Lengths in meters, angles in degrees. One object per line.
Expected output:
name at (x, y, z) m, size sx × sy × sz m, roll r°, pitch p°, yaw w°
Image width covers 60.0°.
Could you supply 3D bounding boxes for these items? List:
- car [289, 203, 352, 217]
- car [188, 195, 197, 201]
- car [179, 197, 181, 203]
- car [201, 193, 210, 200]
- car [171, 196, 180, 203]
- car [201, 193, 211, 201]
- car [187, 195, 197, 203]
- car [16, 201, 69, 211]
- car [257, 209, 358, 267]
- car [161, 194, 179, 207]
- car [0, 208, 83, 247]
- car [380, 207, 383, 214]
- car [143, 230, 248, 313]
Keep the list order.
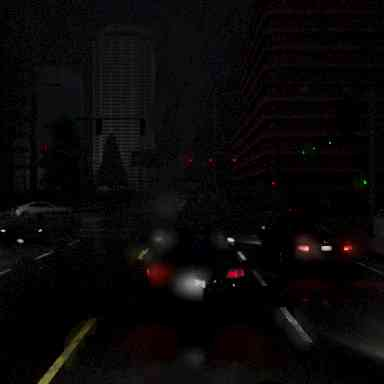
car at (10.586, 1.545, 27.531) m, size 4.718 × 1.301 × 1.895 m, roll 0°, pitch 0°, yaw -3°
car at (0.052, 1.531, 81.396) m, size 2.033 × 1.411 × 5.357 m, roll 0°, pitch 0°, yaw 0°
car at (-3.532, 1.350, 60.629) m, size 2.097 × 1.767 × 4.553 m, roll 0°, pitch 0°, yaw 0°
car at (3.557, 1.203, 90.422) m, size 2.150 × 2.045 × 5.566 m, roll 0°, pitch 0°, yaw 0°
car at (-3.455, 1.522, 70.608) m, size 1.812 × 1.442 × 4.674 m, roll 0°, pitch 0°, yaw 0°
car at (3.551, 1.490, 80.538) m, size 1.837 × 1.490 × 4.892 m, roll 0°, pitch 0°, yaw 0°
car at (0.072, 1.499, 71.050) m, size 1.837 × 1.490 × 4.892 m, roll 0°, pitch 0°, yaw 0°
car at (-11.844, 1.491, 27.184) m, size 4.674 × 1.442 × 1.812 m, roll 1°, pitch 0°, yaw 0°
car at (3.596, 1.547, 11.377) m, size 2.033 × 1.411 × 5.357 m, roll 0°, pitch 0°, yaw 0°
car at (-3.563, 1.489, 50.704) m, size 2.128 × 1.511 × 4.902 m, roll 0°, pitch 0°, yaw 0°
car at (-6.655, 1.601, 15.176) m, size 1.895 × 1.301 × 4.718 m, roll 0°, pitch 0°, yaw 0°
car at (16.479, 1.469, 24.855) m, size 4.674 × 1.442 × 1.812 m, roll 0°, pitch 0°, yaw -10°
car at (0.074, 1.564, 7.757) m, size 1.994 × 1.385 × 4.181 m, roll 0°, pitch 0°, yaw 0°
